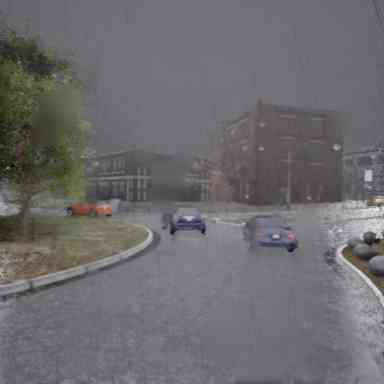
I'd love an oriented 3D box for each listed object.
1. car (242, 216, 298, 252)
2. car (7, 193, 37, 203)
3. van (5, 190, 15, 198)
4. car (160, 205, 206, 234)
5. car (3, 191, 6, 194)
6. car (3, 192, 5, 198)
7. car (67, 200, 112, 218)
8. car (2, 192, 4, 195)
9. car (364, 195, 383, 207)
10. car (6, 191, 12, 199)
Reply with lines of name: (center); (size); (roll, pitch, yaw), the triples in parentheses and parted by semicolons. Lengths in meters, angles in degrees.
car: (3.426, 1.805, 15.407); (2.033, 1.411, 5.357); (1, -1, 4)
car: (-32.809, 1.438, 64.722); (4.792, 1.488, 2.163); (2, 0, -31)
van: (-37.153, 1.107, 71.843); (4.442, 1.987, 1.878); (2, 0, -31)
car: (-0.664, 1.592, 20.979); (2.097, 1.767, 4.553); (1, 0, -14)
car: (-42.686, 1.189, 81.347); (4.892, 1.521, 2.231); (2, 0, -31)
car: (-41.336, 1.224, 79.061); (5.008, 1.535, 2.097); (2, 0, -31)
car: (-10.113, 1.529, 32.710); (4.553, 1.767, 2.097); (1, -1, 29)
car: (-44.083, 0.898, 83.744); (5.566, 2.045, 2.435); (2, 0, -31)
car: (25.757, 1.178, 44.803); (5.366, 1.575, 1.946); (-2, 1, -20)
car: (-35.538, 1.240, 69.422); (4.553, 1.767, 2.185); (2, 0, -31)
